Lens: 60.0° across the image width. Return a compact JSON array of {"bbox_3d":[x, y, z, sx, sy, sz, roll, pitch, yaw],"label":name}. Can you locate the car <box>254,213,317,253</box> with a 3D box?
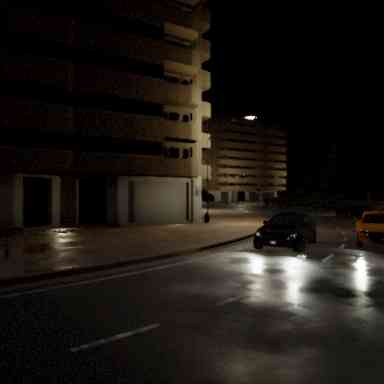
[{"bbox_3d":[4.261,1.655,14.624,1.812,1.442,4.674,0,0,31],"label":"car"}]

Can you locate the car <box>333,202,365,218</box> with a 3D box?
[{"bbox_3d":[16.329,1.785,34.226,1.882,1.535,5.008,0,0,-2],"label":"car"}]

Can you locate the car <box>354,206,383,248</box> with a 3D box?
[{"bbox_3d":[8.648,1.618,15.331,1.882,1.535,5.008,0,0,26],"label":"car"}]
